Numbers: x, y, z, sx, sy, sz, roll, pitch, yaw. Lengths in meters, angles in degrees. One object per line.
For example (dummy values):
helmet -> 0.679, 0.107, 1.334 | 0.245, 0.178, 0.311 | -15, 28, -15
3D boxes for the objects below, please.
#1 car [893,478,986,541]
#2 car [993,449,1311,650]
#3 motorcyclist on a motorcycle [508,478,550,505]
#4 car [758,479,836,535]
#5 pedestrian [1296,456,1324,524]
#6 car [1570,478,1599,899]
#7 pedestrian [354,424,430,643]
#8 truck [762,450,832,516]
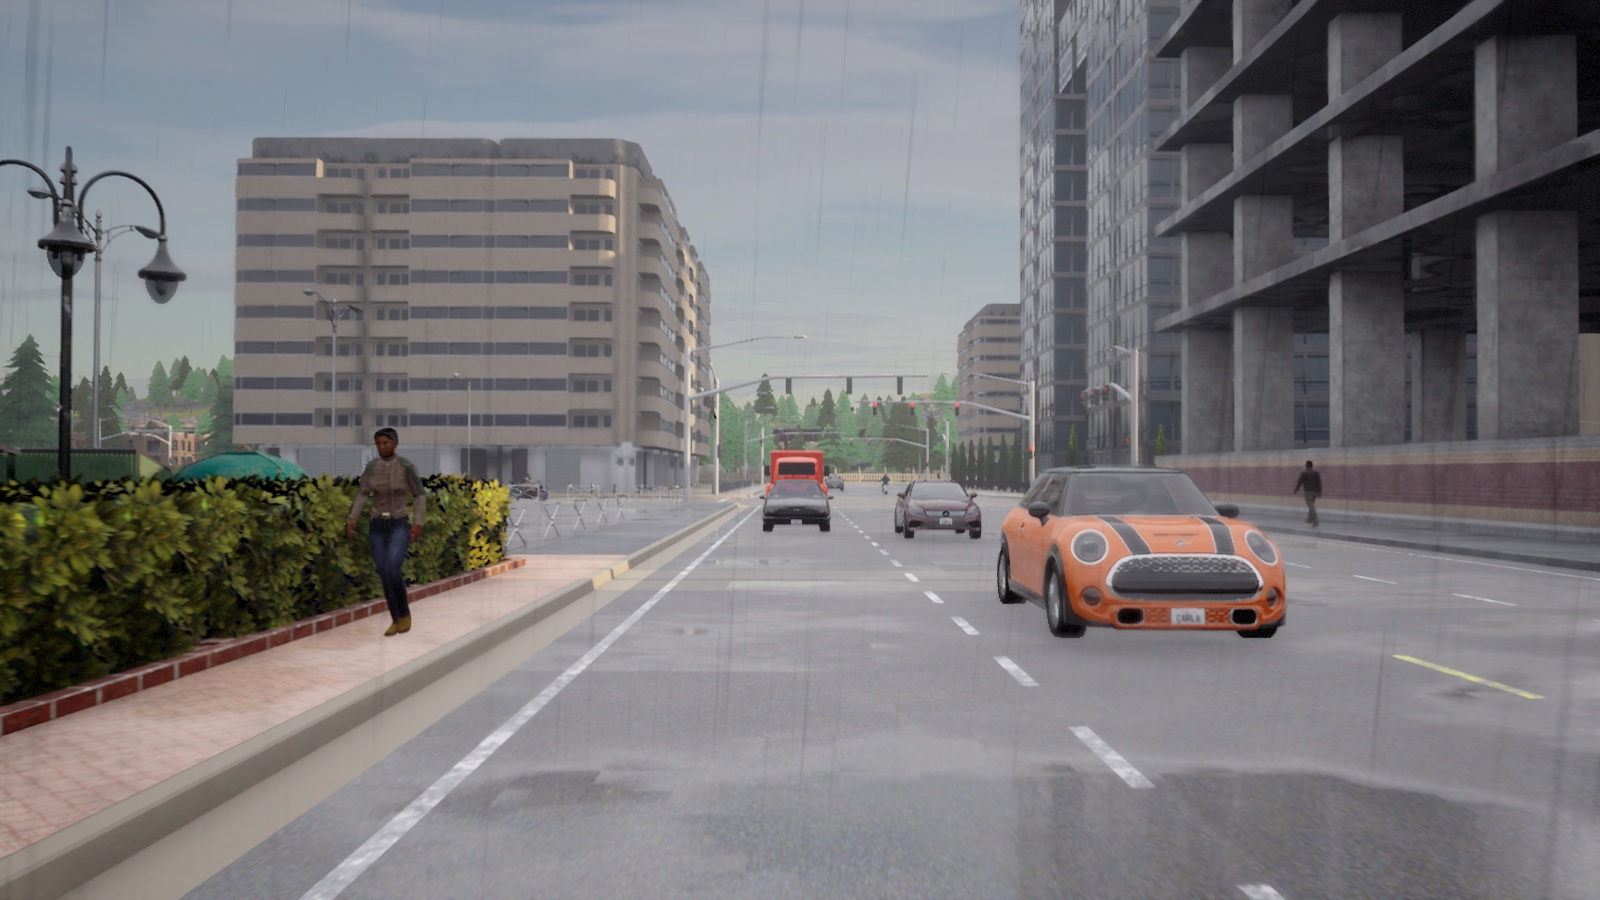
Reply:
car -> 3.423, 1.443, 31.681 | 1.812, 1.442, 4.674 | 0, -1, 0
car -> 3.467, 0.922, 13.407 | 2.097, 1.767, 4.553 | 0, -1, 0
motorcyclist on a motorcycle -> -15.267, 2.339, 70.828 | 2.191, 1.530, 0.866 | -1, -1, 0
car -> -0.085, 1.545, 35.142 | 2.033, 1.411, 5.357 | 0, -1, 0
pedestrian -> 13.958, 1.081, 34.371 | 0.431, 1.840, 0.703 | 0, -1, -2
car -> 3.493, 0.829, 2.356 | 1.789, 1.549, 3.705 | 0, -1, 0
pedestrian -> -3.498, 0.696, 10.800 | 0.328, 1.805, 0.869 | 0, -1, 3
truck -> -0.124, 1.300, 50.089 | 2.627, 2.467, 5.204 | 0, -1, 0
